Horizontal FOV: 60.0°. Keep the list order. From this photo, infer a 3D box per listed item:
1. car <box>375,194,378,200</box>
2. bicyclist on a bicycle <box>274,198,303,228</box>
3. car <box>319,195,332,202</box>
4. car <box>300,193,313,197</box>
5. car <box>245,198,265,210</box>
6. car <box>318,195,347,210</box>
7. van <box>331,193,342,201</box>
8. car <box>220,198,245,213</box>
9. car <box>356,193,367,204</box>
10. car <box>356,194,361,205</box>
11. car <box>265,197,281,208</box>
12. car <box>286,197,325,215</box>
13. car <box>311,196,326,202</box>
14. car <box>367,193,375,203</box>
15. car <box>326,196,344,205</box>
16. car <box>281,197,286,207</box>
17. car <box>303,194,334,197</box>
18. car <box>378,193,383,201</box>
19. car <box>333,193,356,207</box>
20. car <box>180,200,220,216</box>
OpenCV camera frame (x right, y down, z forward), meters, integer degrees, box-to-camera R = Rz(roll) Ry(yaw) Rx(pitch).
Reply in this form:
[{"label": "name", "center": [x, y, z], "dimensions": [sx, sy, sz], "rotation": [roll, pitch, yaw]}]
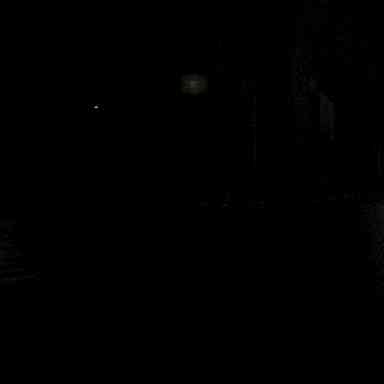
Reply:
[{"label": "car", "center": [36.552, 1.303, 68.717], "dimensions": [1.752, 1.417, 4.829], "rotation": [-1, 0, 35]}, {"label": "bicyclist on a bicycle", "center": [5.304, 1.177, 18.392], "dimensions": [1.656, 1.620, 0.582], "rotation": [-1, 0, 35]}, {"label": "car", "center": [29.453, 1.427, 73.439], "dimensions": [1.802, 1.307, 4.206], "rotation": [0, 0, 35]}, {"label": "car", "center": [19.821, 1.415, 59.531], "dimensions": [1.887, 1.381, 4.507], "rotation": [0, 0, 35]}, {"label": "car", "center": [6.978, 1.494, 40.985], "dimensions": [1.802, 1.307, 4.206], "rotation": [0, 0, 35]}, {"label": "car", "center": [17.193, 1.377, 40.763], "dimensions": [1.887, 1.381, 4.507], "rotation": [0, 0, 35]}, {"label": "van", "center": [35.872, 1.186, 82.713], "dimensions": [1.690, 1.788, 3.998], "rotation": [-1, 0, 35]}, {"label": "car", "center": [3.766, 1.366, 36.348], "dimensions": [1.967, 1.590, 4.097], "rotation": [0, 0, 35]}, {"label": "car", "center": [26.823, 1.118, 54.671], "dimensions": [2.192, 1.841, 5.009], "rotation": [0, 0, 35]}, {"label": "car", "center": [23.614, 1.378, 50.034], "dimensions": [1.947, 1.339, 4.313], "rotation": [0, 0, 35]}, {"label": "car", "center": [10.092, 1.426, 45.481], "dimensions": [1.752, 1.417, 4.829], "rotation": [0, 0, 35]}, {"label": "car", "center": [10.773, 1.424, 31.491], "dimensions": [1.947, 1.339, 4.313], "rotation": [0, 0, 35]}, {"label": "car", "center": [26.243, 1.418, 68.804], "dimensions": [1.947, 1.339, 4.313], "rotation": [0, 0, 35]}, {"label": "car", "center": [33.244, 1.100, 63.943], "dimensions": [2.192, 1.841, 5.009], "rotation": [0, 0, 35]}, {"label": "car", "center": [23.194, 1.354, 53.943], "dimensions": [1.812, 1.442, 4.674], "rotation": [-1, 0, 35]}, {"label": "car", "center": [13.399, 1.455, 50.258], "dimensions": [1.947, 1.339, 4.313], "rotation": [0, 0, 35]}, {"label": "car", "center": [17.338, 1.337, 45.485], "dimensions": [2.128, 1.511, 4.902], "rotation": [-1, 0, 35]}, {"label": "car", "center": [42.875, 1.359, 77.848], "dimensions": [1.802, 1.307, 4.206], "rotation": [-1, 0, 35]}, {"label": "car", "center": [20.403, 1.137, 45.400], "dimensions": [2.192, 1.841, 5.009], "rotation": [0, 0, 35]}, {"label": "car", "center": [0.557, 1.524, 31.713], "dimensions": [1.802, 1.307, 4.206], "rotation": [0, 0, 35]}]
